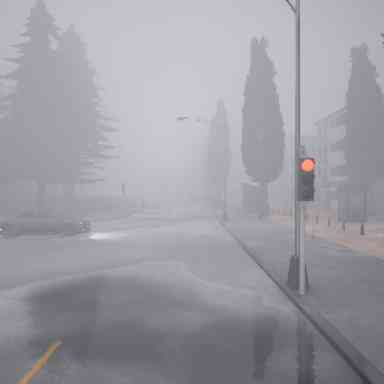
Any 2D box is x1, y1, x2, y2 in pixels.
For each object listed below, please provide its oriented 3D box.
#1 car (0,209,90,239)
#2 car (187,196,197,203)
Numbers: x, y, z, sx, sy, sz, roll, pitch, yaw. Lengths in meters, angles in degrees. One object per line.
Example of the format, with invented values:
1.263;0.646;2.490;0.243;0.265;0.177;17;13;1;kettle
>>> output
-7.365;1.564;16.918;4.181;1.385;1.994;0;0;-6;car
0.067;1.477;68.016;1.882;1.535;5.008;0;0;0;car
